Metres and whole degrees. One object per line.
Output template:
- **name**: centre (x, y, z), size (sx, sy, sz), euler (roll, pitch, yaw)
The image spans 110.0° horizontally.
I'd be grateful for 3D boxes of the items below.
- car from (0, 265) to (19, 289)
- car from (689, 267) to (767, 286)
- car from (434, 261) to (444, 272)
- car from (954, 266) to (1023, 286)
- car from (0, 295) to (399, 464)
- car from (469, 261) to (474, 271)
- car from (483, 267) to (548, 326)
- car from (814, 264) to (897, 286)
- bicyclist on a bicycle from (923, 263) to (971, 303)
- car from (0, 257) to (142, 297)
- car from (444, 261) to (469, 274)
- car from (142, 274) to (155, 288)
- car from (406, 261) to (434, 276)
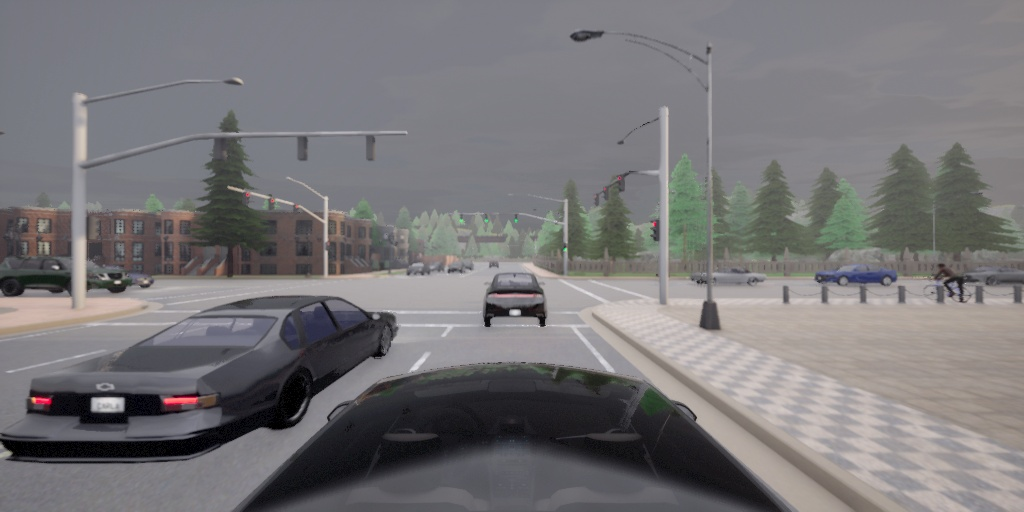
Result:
- **car**: centre (-34.809, 1.344, 22.301), size (4.902, 1.511, 2.128), euler (0, 0, -6)
- **car**: centre (15.562, 1.473, 26.065), size (4.718, 1.301, 1.895), euler (0, 0, 0)
- **car**: centre (-10.589, 1.483, 50.018), size (2.128, 1.511, 4.902), euler (0, 0, 0)
- **car**: centre (34.828, 1.436, 26.033), size (4.181, 1.385, 1.994), euler (0, 0, 1)
- **car**: centre (-3.425, 1.317, 5.548), size (2.033, 1.411, 5.357), euler (0, 0, 0)
- **car**: centre (-7.060, 1.528, 56.313), size (1.837, 1.490, 4.892), euler (0, 0, 0)
- **car**: centre (0.091, 1.293, 11.906), size (2.128, 1.511, 4.902), euler (0, 0, 0)
- **car**: centre (24.853, 1.350, 26.055), size (5.008, 1.535, 1.882), euler (0, 0, 0)
- **bicyclist on a bicycle**: centre (18.248, 1.120, 15.081), size (0.582, 1.620, 1.656), euler (0, 0, 0)
- **car**: centre (-23.963, 1.059, 19.261), size (5.566, 2.045, 2.150), euler (0, 0, -1)
- **car**: centre (-7.096, 1.478, 46.329), size (1.837, 1.490, 4.892), euler (0, 0, 0)
- **car**: centre (-25.554, 1.380, 22.698), size (4.674, 1.442, 1.812), euler (0, 0, -1)
- **car**: centre (-10.585, 1.472, 40.910), size (1.812, 1.442, 4.674), euler (0, 0, 0)
